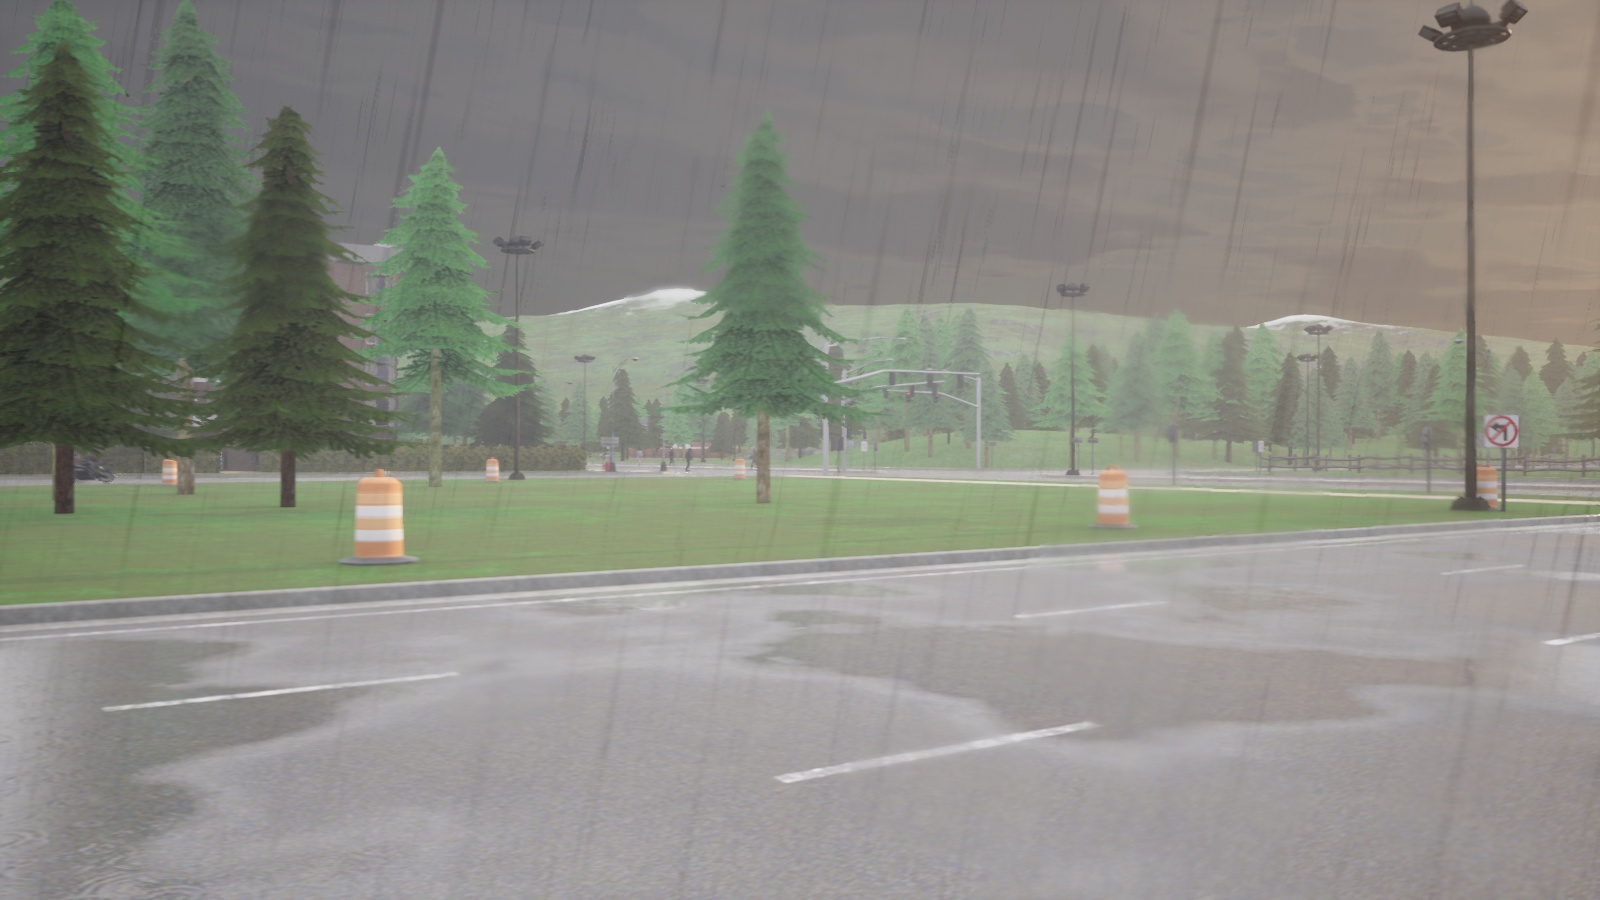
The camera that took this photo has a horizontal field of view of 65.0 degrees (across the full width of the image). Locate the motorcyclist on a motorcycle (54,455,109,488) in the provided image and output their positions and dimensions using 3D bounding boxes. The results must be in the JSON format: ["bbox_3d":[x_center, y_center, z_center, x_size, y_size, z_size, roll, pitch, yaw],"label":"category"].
[{"bbox_3d":[-33.878,0.996,59.239,2.191,1.530,0.866,0,0,-35],"label":"motorcyclist on a motorcycle"}]
